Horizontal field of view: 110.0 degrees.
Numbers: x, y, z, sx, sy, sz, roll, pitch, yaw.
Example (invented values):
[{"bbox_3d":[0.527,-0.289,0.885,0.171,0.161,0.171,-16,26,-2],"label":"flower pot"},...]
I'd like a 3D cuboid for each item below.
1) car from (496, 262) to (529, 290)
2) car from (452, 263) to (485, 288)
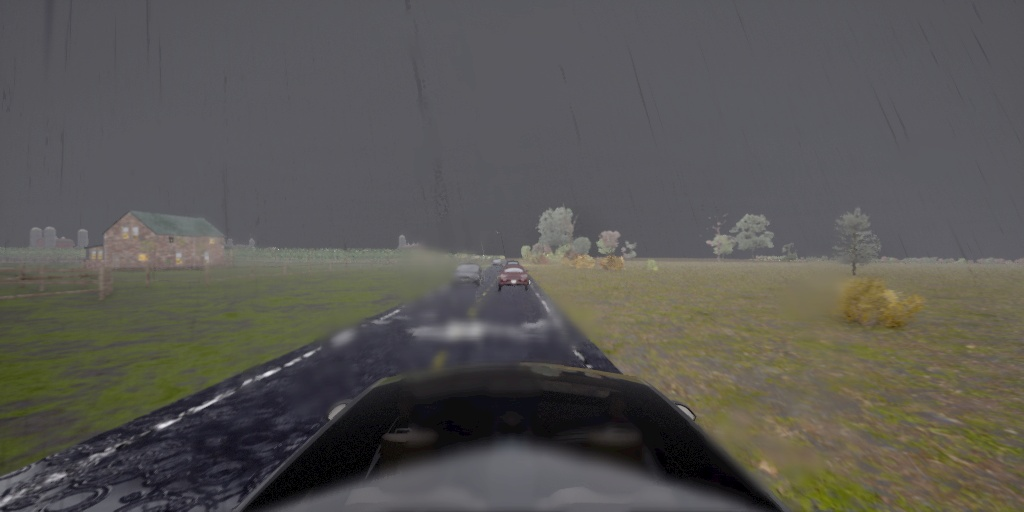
[{"bbox_3d":[0.103,1.290,22.698,1.812,1.442,4.674,0,0,0],"label":"car"},{"bbox_3d":[-2.844,1.272,24.168,1.837,1.490,4.892,0,0,0],"label":"car"}]
